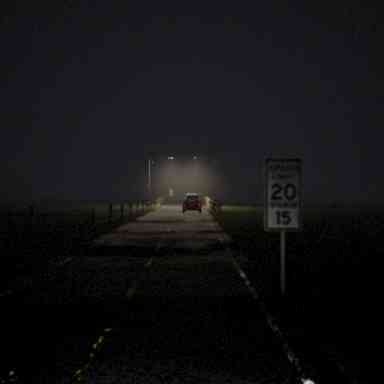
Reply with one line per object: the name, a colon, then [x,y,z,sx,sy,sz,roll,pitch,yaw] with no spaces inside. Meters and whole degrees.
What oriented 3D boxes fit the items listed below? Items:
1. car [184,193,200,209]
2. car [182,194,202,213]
car: [0.000,1.243,47.120,2.150,2.045,5.566,0,0,0]
car: [0.000,1.367,36.853,2.097,1.767,4.553,0,0,0]
